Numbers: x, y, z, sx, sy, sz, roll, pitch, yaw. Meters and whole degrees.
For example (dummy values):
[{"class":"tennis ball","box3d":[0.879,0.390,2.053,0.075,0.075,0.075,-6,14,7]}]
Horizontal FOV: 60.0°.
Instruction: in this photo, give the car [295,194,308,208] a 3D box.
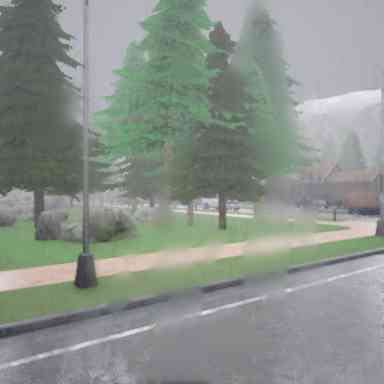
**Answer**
[{"class":"car","box3d":[15.608,1.177,44.530,3.866,1.878,1.905,0,0,-37]}]

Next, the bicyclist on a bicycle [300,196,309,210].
[{"class":"bicyclist on a bicycle","box3d":[13.266,1.280,39.211,1.656,1.620,0.582,0,0,-37]}]

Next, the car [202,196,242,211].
[{"class":"car","box3d":[3.472,1.218,39.821,2.150,2.045,5.566,0,0,-37]}]

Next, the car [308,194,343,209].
[{"class":"car","box3d":[17.427,1.176,42.751,4.605,1.855,1.932,0,0,-37]}]

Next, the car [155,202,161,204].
[{"class":"car","box3d":[-5.072,1.490,56.790,2.128,1.511,4.902,0,0,-41]}]

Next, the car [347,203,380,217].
[{"class":"car","box3d":[16.269,1.599,29.153,1.895,1.301,4.718,0,0,-39]}]

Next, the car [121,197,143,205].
[{"class":"car","box3d":[-10.328,1.346,57.518,2.097,1.767,4.553,0,0,-43]}]
